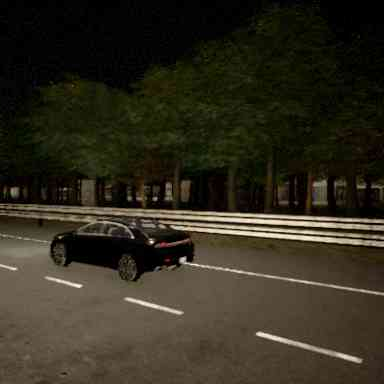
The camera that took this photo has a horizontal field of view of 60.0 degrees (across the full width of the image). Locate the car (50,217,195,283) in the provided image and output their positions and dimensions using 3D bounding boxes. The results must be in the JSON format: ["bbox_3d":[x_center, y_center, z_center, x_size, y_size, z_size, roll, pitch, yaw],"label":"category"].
[{"bbox_3d":[-2.204,1.491,9.740,4.902,1.511,2.128,0,0,35],"label":"car"}]
